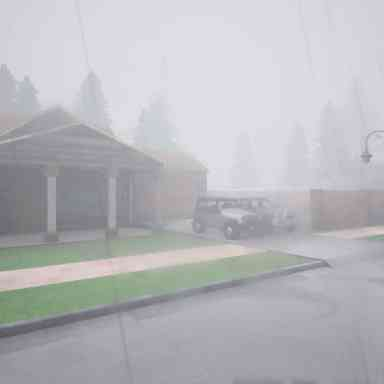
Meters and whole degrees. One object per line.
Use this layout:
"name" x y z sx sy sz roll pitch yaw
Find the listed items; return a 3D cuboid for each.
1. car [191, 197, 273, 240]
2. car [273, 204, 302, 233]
"car" 1.614 1.176 15.984 1.905 1.878 3.866 0 0 -36
"car" 3.434 1.174 17.762 1.932 1.855 4.605 0 0 -36
